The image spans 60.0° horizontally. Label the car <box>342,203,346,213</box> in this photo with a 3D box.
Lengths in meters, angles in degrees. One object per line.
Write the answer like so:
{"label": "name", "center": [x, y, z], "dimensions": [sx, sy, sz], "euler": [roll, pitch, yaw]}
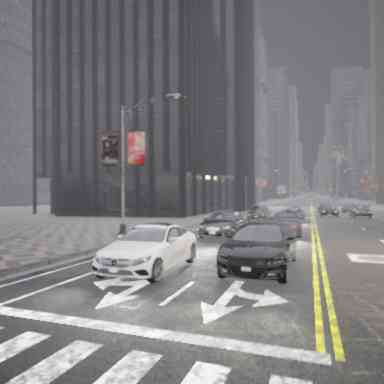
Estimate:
{"label": "car", "center": [22.071, 2.233, 46.511], "dimensions": [2.033, 1.411, 5.357], "euler": [0, -1, 20]}

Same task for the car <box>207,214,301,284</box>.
{"label": "car", "center": [2.257, 1.686, 10.637], "dimensions": [1.882, 1.535, 5.008], "euler": [0, -1, 21]}

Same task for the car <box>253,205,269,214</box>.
{"label": "car", "center": [6.642, 2.034, 32.546], "dimensions": [1.837, 1.490, 4.892], "euler": [0, -1, 20]}

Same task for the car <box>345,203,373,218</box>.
{"label": "car", "center": [18.594, 2.110, 36.717], "dimensions": [2.033, 1.411, 5.357], "euler": [0, -1, 20]}

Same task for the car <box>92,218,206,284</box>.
{"label": "car", "center": [-1.207, 1.740, 10.607], "dimensions": [1.812, 1.442, 4.674], "euler": [0, -1, 20]}

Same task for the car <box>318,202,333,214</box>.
{"label": "car", "center": [19.095, 2.216, 47.833], "dimensions": [1.837, 1.490, 4.892], "euler": [0, 0, 20]}

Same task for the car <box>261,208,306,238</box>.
{"label": "car", "center": [5.633, 1.911, 20.063], "dimensions": [1.994, 1.385, 4.181], "euler": [0, -1, 21]}

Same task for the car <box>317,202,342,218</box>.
{"label": "car", "center": [15.641, 2.189, 38.024], "dimensions": [1.895, 1.301, 4.718], "euler": [0, -1, 20]}

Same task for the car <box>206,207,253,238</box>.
{"label": "car", "center": [1.869, 1.831, 19.222], "dimensions": [2.128, 1.511, 4.902], "euler": [0, -1, 20]}
